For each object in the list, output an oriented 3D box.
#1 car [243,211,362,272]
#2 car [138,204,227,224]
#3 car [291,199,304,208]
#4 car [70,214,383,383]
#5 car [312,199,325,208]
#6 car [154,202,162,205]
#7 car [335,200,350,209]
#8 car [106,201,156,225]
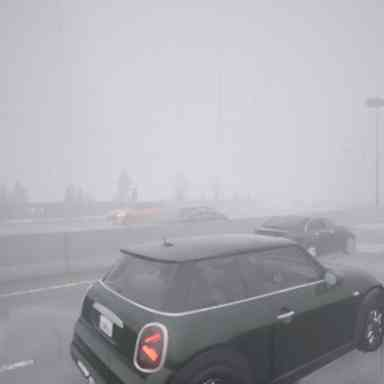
[{"bbox_3d":[4.124,1.568,11.917,4.892,1.490,1.837,0,0,-42],"label":"car"},{"bbox_3d":[-0.100,1.587,17.778,4.902,1.511,2.128,0,0,-43],"label":"car"},{"bbox_3d":[18.899,2.007,59.642,1.837,1.490,4.892,0,-1,19],"label":"car"},{"bbox_3d":[0.826,1.376,4.643,4.553,1.767,2.097,0,0,-37],"label":"car"},{"bbox_3d":[22.131,1.963,58.319,1.882,1.535,5.008,0,-1,19],"label":"car"},{"bbox_3d":[0.010,1.633,22.697,4.892,1.490,1.837,0,0,-45],"label":"car"},{"bbox_3d":[23.620,1.976,52.248,1.994,1.385,4.181,0,-1,22],"label":"car"},{"bbox_3d":[-3.840,1.484,23.857,4.553,1.767,2.097,0,-1,-44],"label":"car"}]
